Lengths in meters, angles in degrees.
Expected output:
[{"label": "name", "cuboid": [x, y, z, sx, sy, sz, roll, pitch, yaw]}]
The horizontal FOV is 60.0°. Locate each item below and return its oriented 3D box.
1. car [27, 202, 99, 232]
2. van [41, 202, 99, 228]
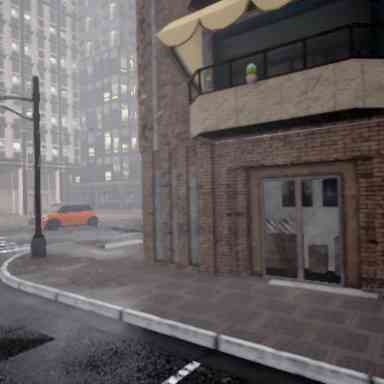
[{"label": "car", "cuboid": [-8.656, 1.642, 22.478, 2.097, 1.767, 4.553, -2, -1, 35]}, {"label": "van", "cuboid": [-9.405, 1.715, 25.904, 1.690, 1.788, 3.998, -2, -1, 36]}]
